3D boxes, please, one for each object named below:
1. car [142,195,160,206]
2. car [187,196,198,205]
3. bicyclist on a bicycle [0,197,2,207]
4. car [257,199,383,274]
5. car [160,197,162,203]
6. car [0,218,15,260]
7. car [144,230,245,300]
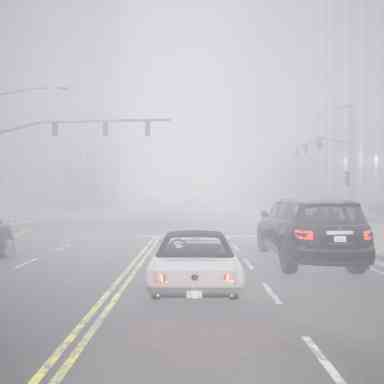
[{"bbox_3d":[-7.011,1.352,55.218,2.097,1.767,4.553,0,0,0],"label":"car"},{"bbox_3d":[0.143,1.491,57.564,2.128,1.511,4.902,0,0,1],"label":"car"},{"bbox_3d":[-26.356,1.301,45.380,0.582,1.620,1.656,0,0,0],"label":"bicyclist on a bicycle"},{"bbox_3d":[3.589,1.222,10.699,2.150,2.045,5.566,0,0,0],"label":"car"},{"bbox_3d":[-6.936,1.547,65.737,2.033,1.411,5.357,0,0,1],"label":"car"},{"bbox_3d":[-7.097,1.352,9.427,2.097,1.767,4.553,0,0,0],"label":"car"},{"bbox_3d":[0.072,1.601,8.346,1.895,1.301,4.718,0,0,1],"label":"car"}]
